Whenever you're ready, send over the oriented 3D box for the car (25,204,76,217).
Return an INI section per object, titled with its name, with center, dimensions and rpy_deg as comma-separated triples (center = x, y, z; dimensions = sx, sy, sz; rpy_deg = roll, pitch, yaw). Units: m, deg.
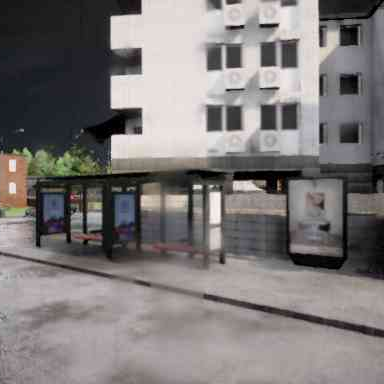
[car]
center = -13.711, 1.663, 32.469
dimensions = 1.837, 1.490, 4.892
rpy_deg = 0, 0, 35
